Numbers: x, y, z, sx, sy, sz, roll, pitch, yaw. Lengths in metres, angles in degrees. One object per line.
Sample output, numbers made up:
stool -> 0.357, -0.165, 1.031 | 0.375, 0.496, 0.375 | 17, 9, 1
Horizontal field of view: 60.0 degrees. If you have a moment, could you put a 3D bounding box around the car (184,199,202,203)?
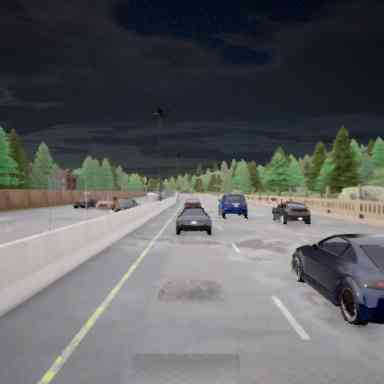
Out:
car -> 0.095, 1.480, 36.984 | 1.882, 1.535, 5.008 | 0, 0, 0

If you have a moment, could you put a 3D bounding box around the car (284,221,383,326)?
car -> 3.599, 1.564, 7.072 | 1.994, 1.385, 4.181 | 0, 0, 0

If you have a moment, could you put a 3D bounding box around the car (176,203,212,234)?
car -> 0.101, 1.565, 19.364 | 1.994, 1.385, 4.181 | 0, 0, 0

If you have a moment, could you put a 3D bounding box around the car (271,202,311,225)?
car -> 7.104, 1.505, 24.221 | 1.837, 1.490, 4.892 | 0, 0, 0

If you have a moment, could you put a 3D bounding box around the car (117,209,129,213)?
car -> -7.087, 1.507, 36.407 | 1.837, 1.490, 4.892 | 0, 0, 0

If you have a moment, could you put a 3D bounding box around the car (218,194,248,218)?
car -> 3.603, 1.223, 29.789 | 2.150, 2.045, 5.566 | 0, 0, 0
